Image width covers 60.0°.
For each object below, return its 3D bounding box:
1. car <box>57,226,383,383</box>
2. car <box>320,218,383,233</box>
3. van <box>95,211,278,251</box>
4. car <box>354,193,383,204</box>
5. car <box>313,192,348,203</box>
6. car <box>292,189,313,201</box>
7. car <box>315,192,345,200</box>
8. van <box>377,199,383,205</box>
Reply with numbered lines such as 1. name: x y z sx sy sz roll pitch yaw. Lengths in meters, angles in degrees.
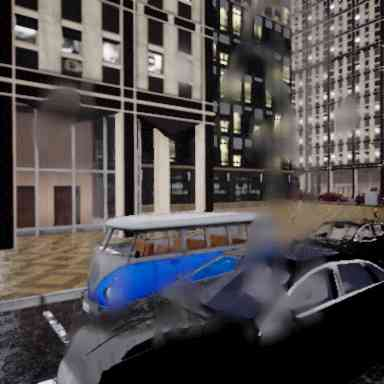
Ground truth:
1. car: 0.968 1.472 4.069 4.902 1.511 2.128 0 0 -36
2. car: 4.609 1.493 9.849 4.403 1.369 2.008 0 0 -36
3. van: 0.009 1.318 6.568 3.998 1.788 1.690 0 0 -36
4. car: 22.808 0.812 41.802 1.967 1.590 4.097 1 1 -36
5. car: 19.556 0.847 46.333 1.802 1.307 4.206 1 1 -36
6. car: 16.314 0.473 50.861 2.192 1.841 5.009 1 1 -36
7. car: 23.083 0.676 55.796 1.802 1.307 4.206 1 1 -36
8. van: 9.206 1.249 13.129 3.998 1.788 1.690 0 0 -36
